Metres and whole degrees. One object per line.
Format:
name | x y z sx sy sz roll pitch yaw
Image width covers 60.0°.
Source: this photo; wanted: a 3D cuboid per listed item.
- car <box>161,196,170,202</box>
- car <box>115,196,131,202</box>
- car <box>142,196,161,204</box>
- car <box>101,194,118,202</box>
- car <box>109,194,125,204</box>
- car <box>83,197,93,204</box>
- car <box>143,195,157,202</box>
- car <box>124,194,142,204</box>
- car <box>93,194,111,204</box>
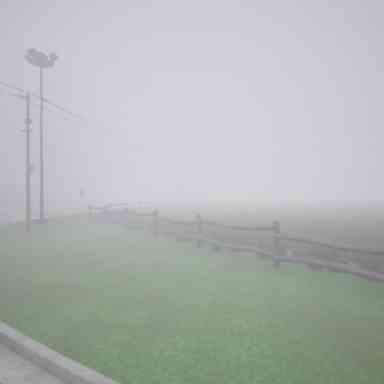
car | -6.808 1.659 80.619 2.033 1.411 5.357 0 0 10
car | -17.145 1.711 82.464 2.033 1.411 5.357 0 0 10
car | -8.566 1.808 70.771 1.994 1.385 4.181 0 0 10
car | -20.586 1.414 83.110 2.150 2.045 5.566 0 0 10
car | -15.530 1.779 71.591 1.837 1.490 4.892 0 0 10
car | -22.323 1.841 73.368 1.812 1.442 4.674 0 0 10
car | -10.254 1.615 81.234 1.882 1.535 5.008 0 0 10
car | -12.085 1.739 70.976 1.882 1.535 5.008 0 0 10
car | -18.976 1.774 72.206 1.882 1.535 5.008 0 0 10
